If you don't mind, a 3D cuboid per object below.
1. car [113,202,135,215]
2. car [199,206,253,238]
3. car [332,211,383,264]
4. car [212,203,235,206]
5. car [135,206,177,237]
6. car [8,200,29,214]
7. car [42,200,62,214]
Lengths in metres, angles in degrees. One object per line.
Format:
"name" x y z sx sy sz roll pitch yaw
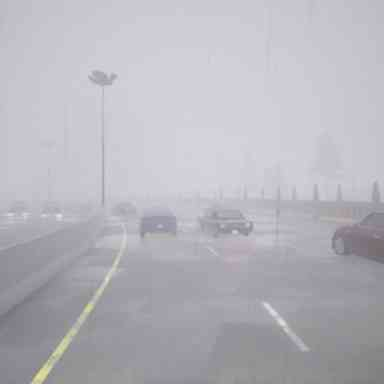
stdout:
"car" -7.462 1.743 36.480 1.994 1.385 4.181 0 0 -22
"car" 1.664 1.646 18.211 1.895 1.301 4.718 0 0 -11
"car" 6.307 1.349 10.321 2.097 1.767 4.553 0 0 -6
"car" 2.631 1.625 29.052 2.033 1.411 5.357 0 0 -17
"car" -2.055 1.547 18.788 1.882 1.535 5.008 0 0 -11
"car" -21.556 1.830 41.331 1.837 1.490 4.892 0 -1 -29
"car" -16.604 1.776 39.354 1.837 1.490 4.892 0 -1 -26
